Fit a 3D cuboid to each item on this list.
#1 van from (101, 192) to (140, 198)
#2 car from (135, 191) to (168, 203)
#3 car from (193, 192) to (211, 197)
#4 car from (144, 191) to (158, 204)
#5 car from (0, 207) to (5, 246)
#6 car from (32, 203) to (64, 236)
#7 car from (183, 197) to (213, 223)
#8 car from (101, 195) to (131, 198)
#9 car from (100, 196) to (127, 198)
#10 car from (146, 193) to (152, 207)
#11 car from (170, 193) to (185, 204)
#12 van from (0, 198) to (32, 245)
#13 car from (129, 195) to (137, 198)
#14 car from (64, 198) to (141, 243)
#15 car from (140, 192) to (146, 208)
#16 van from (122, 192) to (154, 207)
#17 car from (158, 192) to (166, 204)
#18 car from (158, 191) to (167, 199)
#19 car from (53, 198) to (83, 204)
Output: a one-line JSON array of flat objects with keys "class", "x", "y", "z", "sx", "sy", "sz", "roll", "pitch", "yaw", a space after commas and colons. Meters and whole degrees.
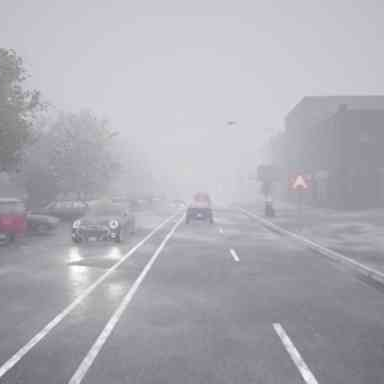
[{"class": "van", "x": -8.582, "y": 1.160, "z": 37.719, "sx": 4.442, "sy": 1.987, "sz": 1.878, "roll": -1, "pitch": 1, "yaw": -18}, {"class": "car", "x": -7.494, "y": 0.939, "z": 61.405, "sx": 5.566, "sy": 2.045, "sz": 2.435, "roll": -1, "pitch": 1, "yaw": -17}, {"class": "car", "x": 1.304, "y": 1.073, "z": 42.908, "sx": 2.150, "sy": 2.045, "sz": 5.566, "roll": 0, "pitch": 0, "yaw": 2}, {"class": "car", "x": -8.128, "y": 1.070, "z": 46.624, "sx": 5.566, "sy": 2.045, "sz": 2.435, "roll": -1, "pitch": 1, "yaw": -18}, {"class": "car", "x": -9.355, "y": 1.482, "z": 11.049, "sx": 5.008, "sy": 1.535, "sz": 2.097, "roll": -1, "pitch": 0, "yaw": -19}, {"class": "car", "x": -9.238, "y": 1.512, "z": 16.993, "sx": 4.674, "sy": 1.452, "sz": 2.002, "roll": -1, "pitch": 0, "yaw": -19}, {"class": "car", "x": 0.593, "y": 1.434, "z": 25.253, "sx": 1.882, "sy": 1.535, "sz": 5.008, "roll": 0, "pitch": 0, "yaw": 2}, {"class": "car", "x": -8.902, "y": 1.418, "z": 31.784, "sx": 5.366, "sy": 1.575, "sz": 1.946, "roll": -1, "pitch": 1, "yaw": -18}, {"class": "car", "x": -8.672, "y": 1.427, "z": 28.931, "sx": 5.366, "sy": 1.575, "sz": 1.946, "roll": -1, "pitch": 0, "yaw": -18}, {"class": "car", "x": -8.229, "y": 1.343, "z": 43.684, "sx": 5.008, "sy": 1.535, "sz": 2.097, "roll": -1, "pitch": 0, "yaw": -18}, {"class": "car", "x": -2.424, "y": 1.096, "z": 56.651, "sx": 2.097, "sy": 1.767, "sz": 4.553, "roll": 0, "pitch": 1, "yaw": 3}, {"class": "van", "x": -9.417, "y": 1.254, "z": 13.978, "sx": 4.442, "sy": 1.987, "sz": 1.878, "roll": -1, "pitch": 0, "yaw": -19}, {"class": "car", "x": -8.624, "y": 1.432, "z": 34.790, "sx": 4.792, "sy": 1.488, "sz": 2.163, "roll": -1, "pitch": 1, "yaw": -18}, {"class": "car", "x": -4.031, "y": 1.339, "z": 15.878, "sx": 2.097, "sy": 1.767, "sz": 4.553, "roll": 0, "pitch": 0, "yaw": 1}, {"class": "car", "x": -8.377, "y": 1.240, "z": 40.712, "sx": 4.553, "sy": 1.767, "sz": 2.185, "roll": -1, "pitch": 0, "yaw": -18}, {"class": "van", "x": -8.081, "y": 1.073, "z": 49.551, "sx": 4.442, "sy": 1.987, "sz": 1.878, "roll": -1, "pitch": 1, "yaw": -18}, {"class": "car", "x": -7.552, "y": 1.238, "z": 55.579, "sx": 5.366, "sy": 1.575, "sz": 1.946, "roll": -1, "pitch": 0, "yaw": -18}, {"class": "car", "x": -7.571, "y": 0.965, "z": 58.478, "sx": 5.566, "sy": 2.045, "sz": 2.435, "roll": -1, "pitch": 0, "yaw": -17}, {"class": "car", "x": -9.037, "y": 1.330, "z": 22.940, "sx": 4.553, "sy": 1.767, "sz": 2.185, "roll": -1, "pitch": 0, "yaw": -18}]
